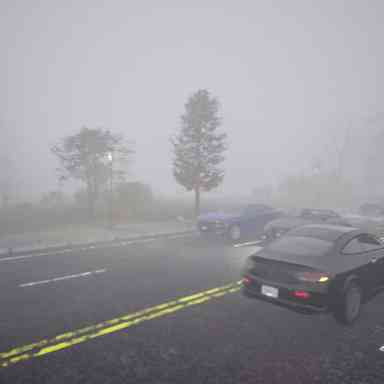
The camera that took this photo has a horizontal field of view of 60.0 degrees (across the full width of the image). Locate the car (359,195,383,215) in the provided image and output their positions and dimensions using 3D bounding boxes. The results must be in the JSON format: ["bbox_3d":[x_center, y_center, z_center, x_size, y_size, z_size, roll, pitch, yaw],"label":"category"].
[{"bbox_3d":[15.714,1.004,27.883,5.008,1.535,1.882,-1,1,-43],"label":"car"}]

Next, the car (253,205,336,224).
[{"bbox_3d":[4.607,1.332,13.143,4.181,1.385,1.994,-1,1,-43],"label":"car"}]

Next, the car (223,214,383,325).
[{"bbox_3d":[2.936,1.403,6.888,4.674,1.442,1.812,-1,1,-43],"label":"car"}]

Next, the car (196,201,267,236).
[{"bbox_3d":[2.348,1.196,15.479,5.008,1.535,1.882,-1,1,-43],"label":"car"}]
